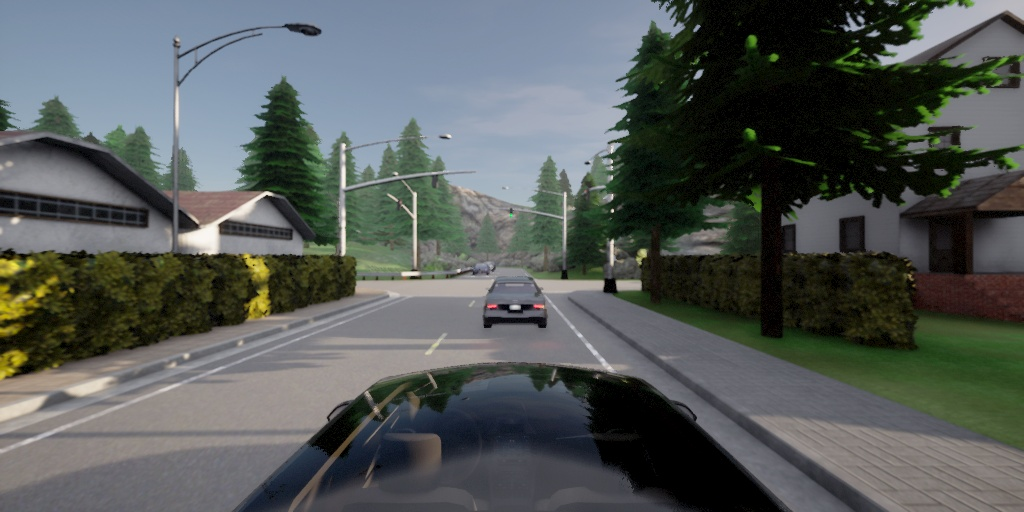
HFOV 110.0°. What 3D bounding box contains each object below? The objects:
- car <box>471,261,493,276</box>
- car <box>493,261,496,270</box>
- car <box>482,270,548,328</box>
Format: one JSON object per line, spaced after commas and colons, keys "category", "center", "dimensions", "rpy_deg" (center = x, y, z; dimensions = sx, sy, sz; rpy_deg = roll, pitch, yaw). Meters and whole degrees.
{"category": "car", "center": [-3.612, 1.552, 42.627], "dimensions": [1.812, 1.442, 4.674], "rpy_deg": [0, 0, 0]}
{"category": "car", "center": [-3.617, 1.619, 52.645], "dimensions": [1.812, 1.442, 4.674], "rpy_deg": [0, 0, 0]}
{"category": "car", "center": [0.078, 1.364, 11.612], "dimensions": [2.033, 1.411, 5.357], "rpy_deg": [0, 0, 0]}
